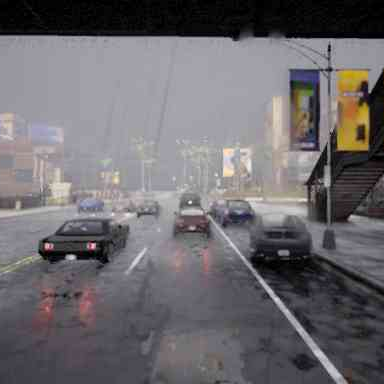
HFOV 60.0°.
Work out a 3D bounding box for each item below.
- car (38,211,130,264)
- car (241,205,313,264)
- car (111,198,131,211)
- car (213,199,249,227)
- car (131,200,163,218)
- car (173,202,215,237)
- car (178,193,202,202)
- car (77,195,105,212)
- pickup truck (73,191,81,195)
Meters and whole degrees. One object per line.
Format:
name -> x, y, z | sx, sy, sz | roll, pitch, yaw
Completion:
car -> -3.453, 1.560, 11.671 | 1.895, 1.301, 4.718 | 0, 0, -1
car -> 2.959, 1.443, 11.751 | 2.231, 1.521, 4.892 | 0, 0, 9
car -> -7.309, 1.412, 35.885 | 1.812, 1.442, 4.674 | 0, 0, -1
car -> 2.877, 1.281, 22.526 | 2.185, 1.767, 4.553 | 0, 0, -1
car -> -3.632, 1.451, 28.890 | 2.033, 1.411, 5.357 | 0, 0, -1
car -> -0.015, 1.468, 17.442 | 1.812, 1.442, 4.674 | 0, 0, -1
car -> -0.200, 1.109, 34.058 | 2.150, 2.045, 5.566 | 0, 0, -1
car -> -10.809, 1.370, 35.918 | 1.882, 1.535, 5.008 | 0, 0, -1
pickup truck -> -29.490, 0.786, 89.069 | 6.274, 2.098, 2.390 | 0, 0, -1
